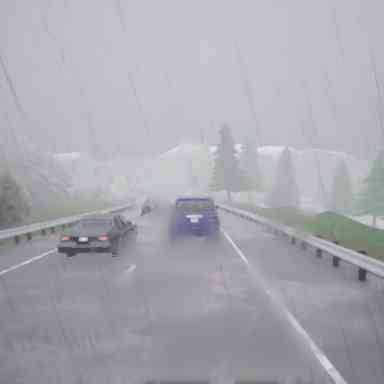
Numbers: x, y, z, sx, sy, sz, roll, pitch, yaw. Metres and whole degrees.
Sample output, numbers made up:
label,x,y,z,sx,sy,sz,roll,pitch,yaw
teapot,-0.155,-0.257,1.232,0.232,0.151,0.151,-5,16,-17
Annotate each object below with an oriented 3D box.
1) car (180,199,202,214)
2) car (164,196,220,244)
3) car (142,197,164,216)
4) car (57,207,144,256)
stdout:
label,x,y,z,sx,sy,sz,roll,pitch,yaw
car,-0.188,1.486,35.643,2.033,1.411,5.357,0,0,-3
car,0.100,1.194,15.710,2.150,2.045,5.566,0,0,0
car,-3.565,1.297,31.767,2.097,1.767,4.553,0,0,-2
car,-3.400,1.525,12.934,2.033,1.411,5.357,0,0,0
